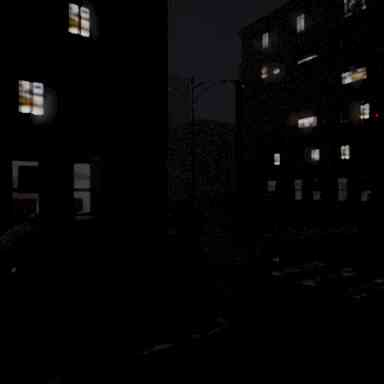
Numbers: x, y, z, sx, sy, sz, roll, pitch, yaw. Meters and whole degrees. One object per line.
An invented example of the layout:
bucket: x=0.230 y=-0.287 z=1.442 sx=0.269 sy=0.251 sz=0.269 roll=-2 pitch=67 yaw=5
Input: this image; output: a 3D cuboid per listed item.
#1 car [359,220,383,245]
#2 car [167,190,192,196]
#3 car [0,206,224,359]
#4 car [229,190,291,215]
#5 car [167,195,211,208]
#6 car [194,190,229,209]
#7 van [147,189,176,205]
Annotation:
car: x=9.281 y=1.504 z=12.933 sx=1.895 sy=1.301 sz=4.718 roll=-1 pitch=0 yaw=-36
car: x=-0.589 y=0.768 z=36.509 sx=1.967 sy=1.590 sz=4.097 roll=1 pitch=1 yaw=-36
car: x=-2.012 y=1.305 z=5.122 sx=5.009 sy=1.841 sz=2.192 roll=-1 pitch=0 yaw=-35
car: x=5.846 y=0.840 z=27.527 sx=2.192 sy=1.841 sz=5.009 roll=1 pitch=1 yaw=-36
car: x=-0.971 y=1.141 z=22.648 sx=1.947 sy=1.339 sz=4.313 roll=1 pitch=1 yaw=-36
car: x=2.630 y=0.741 z=32.018 sx=2.192 sy=1.841 sz=5.009 roll=1 pitch=1 yaw=-36
van: x=-3.802 y=0.574 z=40.996 sx=1.690 sy=1.788 sz=3.998 roll=1 pitch=1 yaw=-36
